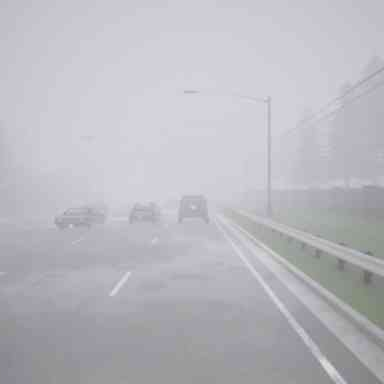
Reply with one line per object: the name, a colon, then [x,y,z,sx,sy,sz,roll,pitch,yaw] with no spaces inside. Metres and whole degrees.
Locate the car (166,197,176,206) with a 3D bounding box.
car: [-3.389,1.588,56.380,1.994,1.385,4.181,0,0,0]

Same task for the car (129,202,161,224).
car: [-3.394,1.502,24.560,2.128,1.511,4.902,0,0,0]

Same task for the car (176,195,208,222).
car: [0.105,1.233,26.188,2.150,2.045,5.566,0,0,0]

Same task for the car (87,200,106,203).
car: [-10.389,1.541,36.118,1.812,1.442,4.674,0,0,0]

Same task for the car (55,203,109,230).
car: [-6.894,1.610,21.174,1.895,1.301,4.718,0,0,0]

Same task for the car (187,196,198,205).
car: [0.113,1.551,59.254,1.812,1.442,4.674,0,0,0]
